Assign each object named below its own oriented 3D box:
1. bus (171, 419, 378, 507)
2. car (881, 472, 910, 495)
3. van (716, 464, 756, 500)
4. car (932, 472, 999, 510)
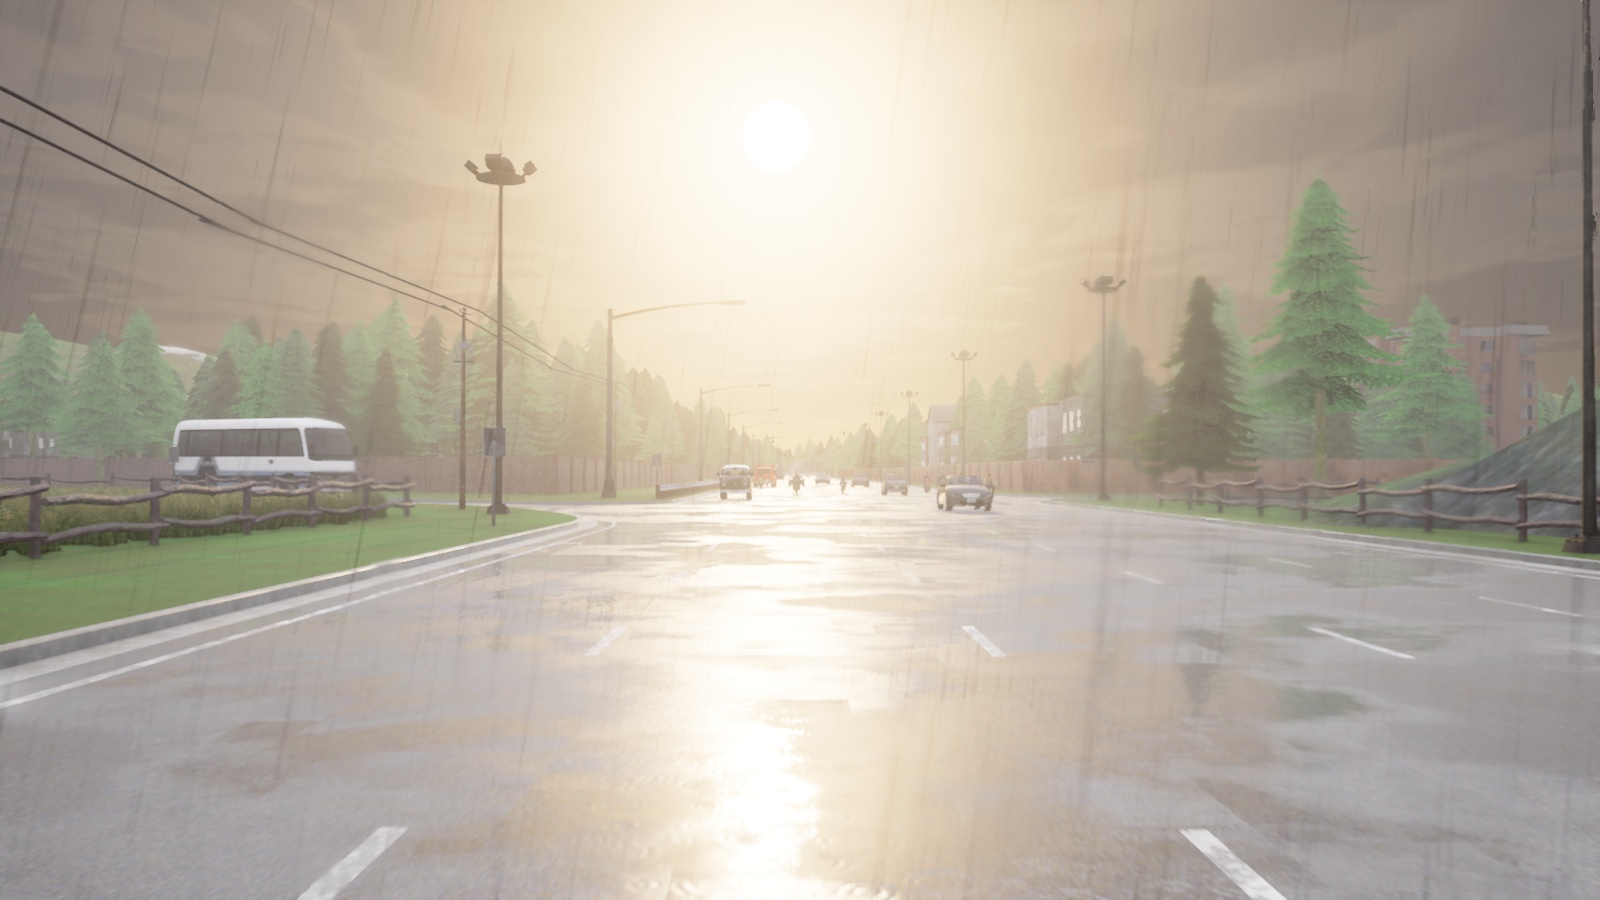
[{"bbox_3d":[-27.094,0.707,64.643,10.273,4.253,3.944,-1,-1,25],"label":"bus"},{"bbox_3d":[6.776,2.372,89.492,1.789,1.549,3.705,0,-1,0],"label":"car"},{"bbox_3d":[-3.684,1.866,72.900,2.069,2.038,4.480,0,-2,0],"label":"van"},{"bbox_3d":[6.868,1.686,52.506,2.128,1.511,4.902,0,-1,0],"label":"car"}]
